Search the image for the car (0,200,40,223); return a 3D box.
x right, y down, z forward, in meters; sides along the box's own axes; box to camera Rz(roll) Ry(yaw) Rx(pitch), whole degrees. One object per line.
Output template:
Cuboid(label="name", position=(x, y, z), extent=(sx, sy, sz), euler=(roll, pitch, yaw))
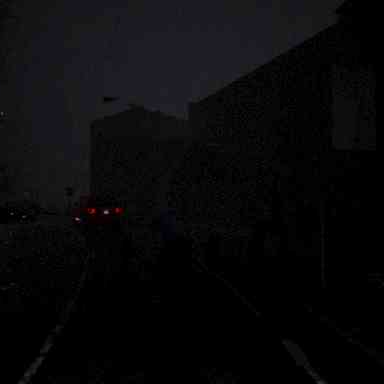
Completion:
Cuboid(label="car", position=(-13.565, 1.533, 25.697), extent=(1.812, 1.442, 4.674), euler=(1, -1, -40))

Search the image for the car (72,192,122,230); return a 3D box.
Cuboid(label="car", position=(-6.216, 1.245, 21.369), extent=(2.150, 2.045, 5.566), euler=(1, 0, -29))
